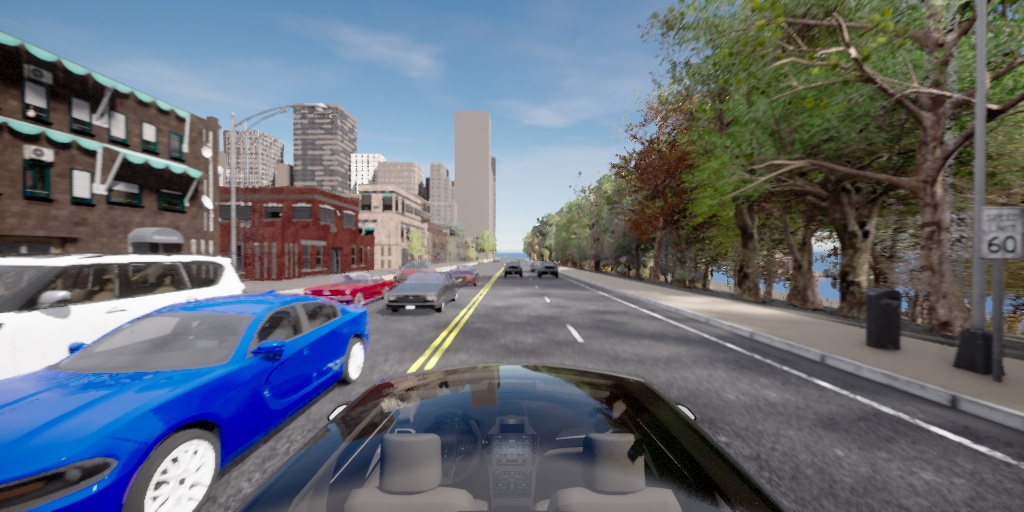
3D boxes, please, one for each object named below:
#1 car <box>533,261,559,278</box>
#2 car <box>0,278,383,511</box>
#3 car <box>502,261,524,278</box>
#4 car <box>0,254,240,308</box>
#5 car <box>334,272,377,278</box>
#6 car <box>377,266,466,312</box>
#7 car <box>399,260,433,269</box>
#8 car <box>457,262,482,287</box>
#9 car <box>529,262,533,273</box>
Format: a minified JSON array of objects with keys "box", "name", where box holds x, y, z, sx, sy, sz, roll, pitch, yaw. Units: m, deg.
[{"box":[3.360,1.297,34.563,1.837,1.490,4.892,0,0,0],"name":"car"},{"box":[-3.351,1.231,4.214,1.882,1.535,5.008,0,0,-1],"name":"car"},{"box":[0.112,1.298,35.010,1.837,1.490,4.892,0,0,0],"name":"car"},{"box":[-6.574,0.976,5.160,2.150,2.045,5.566,0,0,2],"name":"car"},{"box":[-6.594,1.368,14.970,1.895,1.301,4.718,0,0,0],"name":"car"},{"box":[-3.345,1.314,14.506,2.033,1.411,5.357,0,0,0],"name":"car"},{"box":[-6.581,1.132,24.889,2.097,1.767,4.553,0,0,0],"name":"car"},{"box":[-3.336,1.343,25.003,1.994,1.385,4.181,0,0,0],"name":"car"},{"box":[3.269,1.352,45.597,2.033,1.411,5.357,0,0,0],"name":"car"}]
